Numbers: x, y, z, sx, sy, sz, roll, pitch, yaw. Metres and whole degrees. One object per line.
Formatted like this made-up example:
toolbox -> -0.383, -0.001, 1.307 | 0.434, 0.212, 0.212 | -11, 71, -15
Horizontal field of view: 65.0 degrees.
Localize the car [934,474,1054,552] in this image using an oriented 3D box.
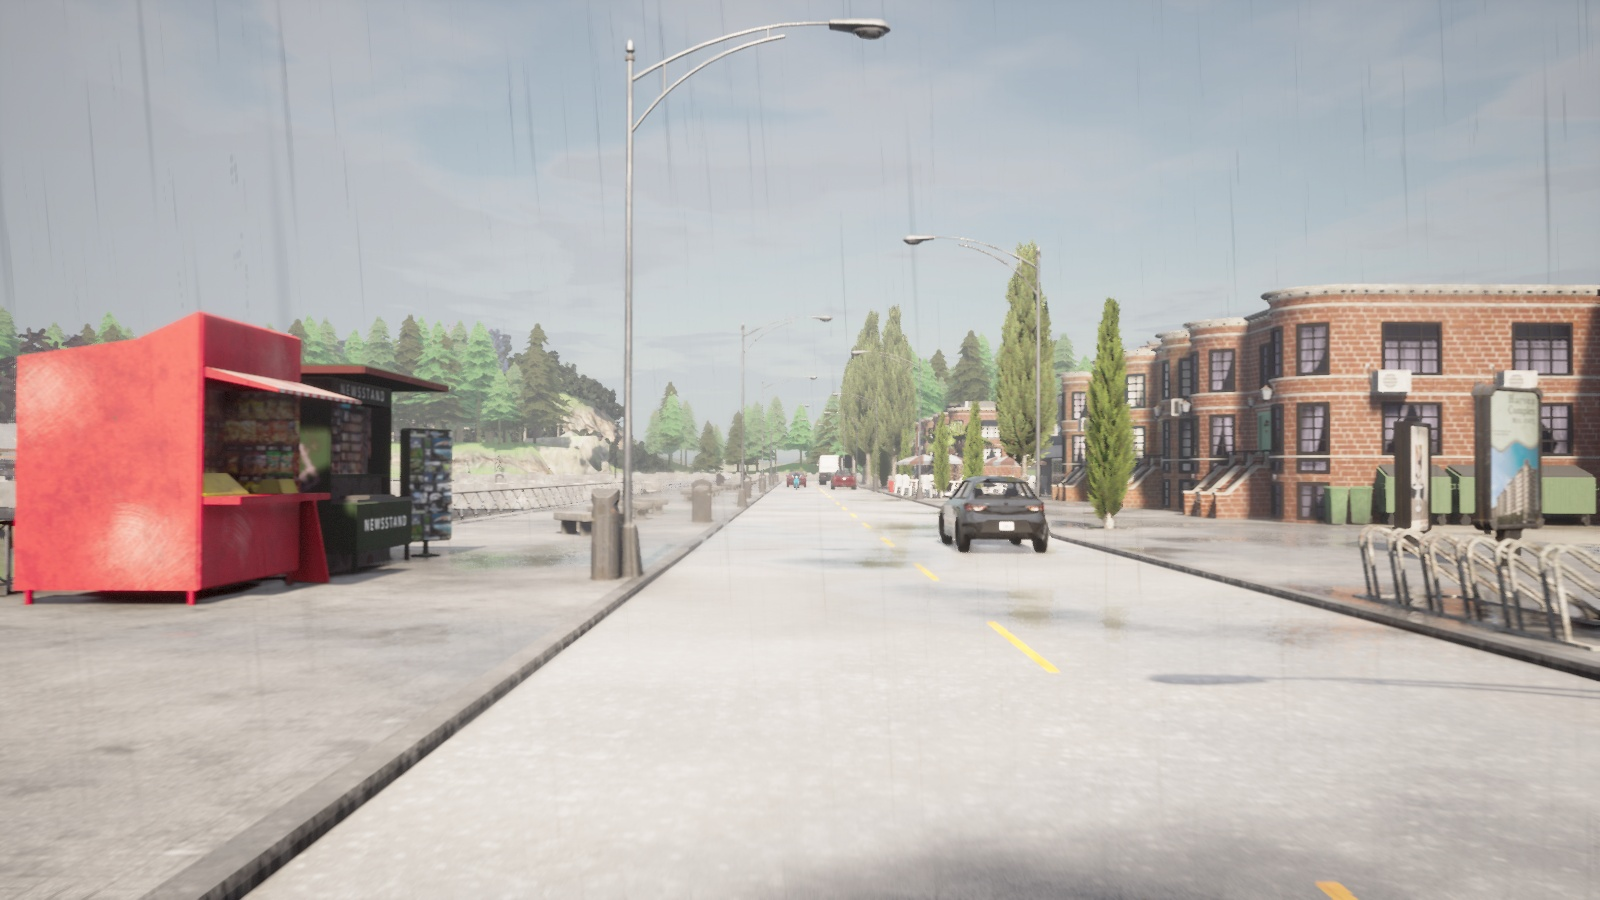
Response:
car -> 3.931, 1.249, 26.051 | 1.816, 1.474, 4.193 | 0, -1, 0
